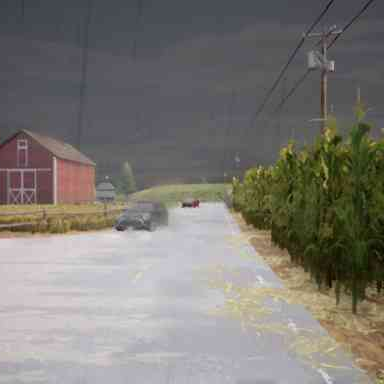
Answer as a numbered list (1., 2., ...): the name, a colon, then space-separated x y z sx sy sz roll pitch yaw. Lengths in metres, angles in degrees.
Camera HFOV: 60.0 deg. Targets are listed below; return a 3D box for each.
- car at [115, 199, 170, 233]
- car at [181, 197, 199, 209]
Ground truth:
1. car: -2.814 1.341 19.859 2.097 1.767 4.553 0 0 12
2. car: -0.225 1.475 46.136 1.882 1.535 5.008 -1 0 9
